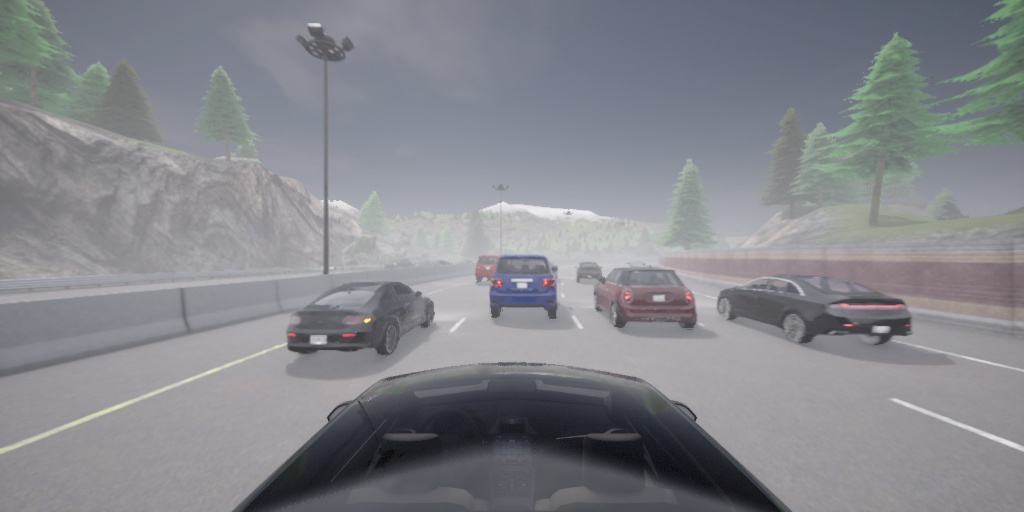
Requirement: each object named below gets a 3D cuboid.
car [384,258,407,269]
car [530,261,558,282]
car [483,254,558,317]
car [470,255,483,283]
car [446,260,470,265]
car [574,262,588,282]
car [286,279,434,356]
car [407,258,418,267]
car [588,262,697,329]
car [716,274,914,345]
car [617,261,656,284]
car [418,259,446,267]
[{"bbox_3d":[-16.747,1.104,52.815,2.097,1.767,4.553,0,0,18],"label":"car"},{"bbox_3d":[2.751,1.194,29.784,1.882,1.535,5.008,0,0,11],"label":"car"},{"bbox_3d":[0.513,0.959,13.224,2.150,2.045,5.566,0,0,5],"label":"car"},{"bbox_3d":[-1.229,0.950,27.668,2.150,2.045,5.566,0,0,10],"label":"car"},{"bbox_3d":[-6.632,1.272,50.112,2.033,1.411,5.357,0,0,18],"label":"car"},{"bbox_3d":[5.998,1.213,28.163,1.837,1.490,4.892,0,0,11],"label":"car"},{"bbox_3d":[-3.260,1.278,8.545,1.812,1.442,4.674,0,0,3],"label":"car"},{"bbox_3d":[-12.904,1.231,53.358,2.128,1.511,4.902,0,0,18],"label":"car"},{"bbox_3d":[3.910,1.084,11.343,2.097,1.767,4.553,0,0,4],"label":"car"},{"bbox_3d":[7.290,1.214,9.389,2.128,1.511,4.902,0,0,3],"label":"car"},{"bbox_3d":[9.446,1.191,27.578,2.128,1.511,4.902,0,0,11],"label":"car"},{"bbox_3d":[-10.433,1.213,49.612,1.882,1.535,5.008,0,0,18],"label":"car"}]
